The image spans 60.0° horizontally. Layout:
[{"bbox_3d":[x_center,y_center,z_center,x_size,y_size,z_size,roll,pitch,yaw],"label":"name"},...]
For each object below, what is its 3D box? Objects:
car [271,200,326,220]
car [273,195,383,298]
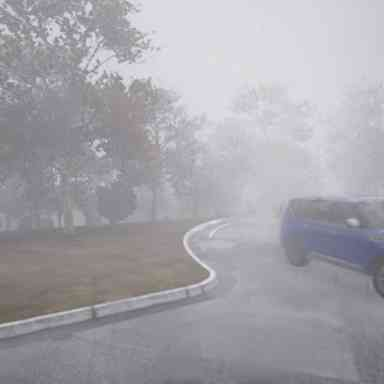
[{"bbox_3d":[8.331,1.324,25.723,4.718,1.301,1.895,-1,0,-42],"label":"car"},{"bbox_3d":[4.350,1.114,8.382,2.150,2.045,5.566,-2,0,-17],"label":"car"}]
